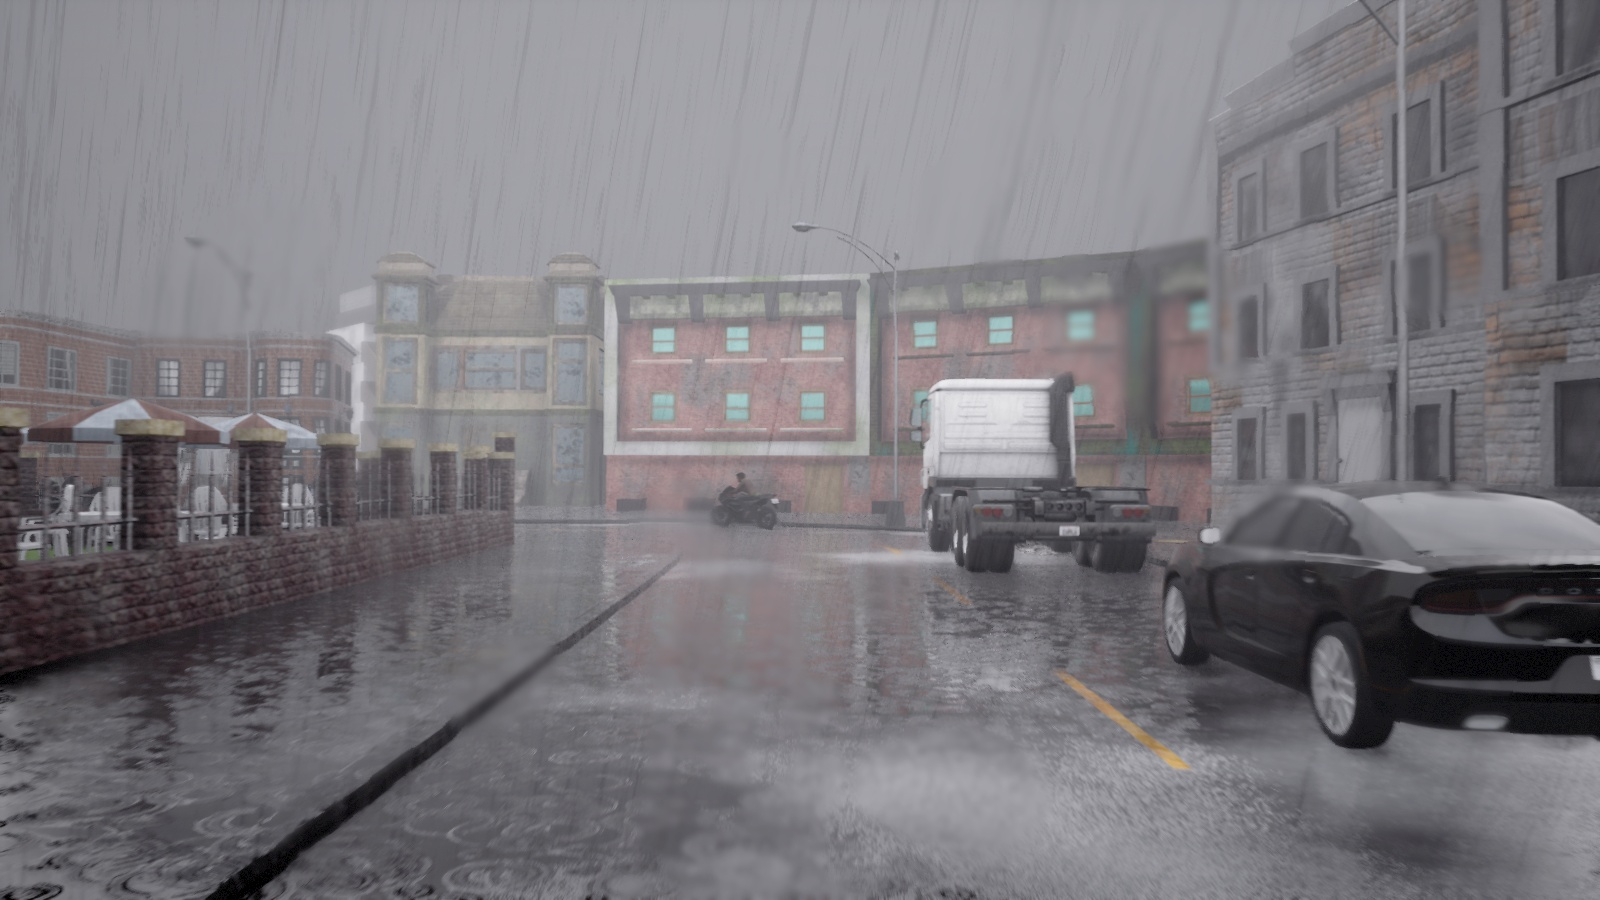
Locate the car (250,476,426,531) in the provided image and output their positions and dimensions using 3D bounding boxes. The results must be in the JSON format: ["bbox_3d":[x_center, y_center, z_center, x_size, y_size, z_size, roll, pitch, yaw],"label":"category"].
[{"bbox_3d":[-12.737,1.461,34.760,4.193,1.474,1.816,0,-1,0],"label":"car"}]

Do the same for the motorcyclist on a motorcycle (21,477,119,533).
[{"bbox_3d":[-20.190,1.512,34.744,2.191,1.530,0.866,0,-1,0],"label":"motorcyclist on a motorcycle"}]

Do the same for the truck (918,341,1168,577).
[{"bbox_3d":[3.940,0.193,22.452,2.891,3.462,7.936,0,-1,0],"label":"truck"}]

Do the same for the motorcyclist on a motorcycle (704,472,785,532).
[{"bbox_3d":[-1.476,1.361,33.252,2.044,1.523,0.797,-1,0,32],"label":"motorcyclist on a motorcycle"}]

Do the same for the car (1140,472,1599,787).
[{"bbox_3d":[3.979,0.921,8.660,1.882,1.535,5.008,0,-1,0],"label":"car"}]
